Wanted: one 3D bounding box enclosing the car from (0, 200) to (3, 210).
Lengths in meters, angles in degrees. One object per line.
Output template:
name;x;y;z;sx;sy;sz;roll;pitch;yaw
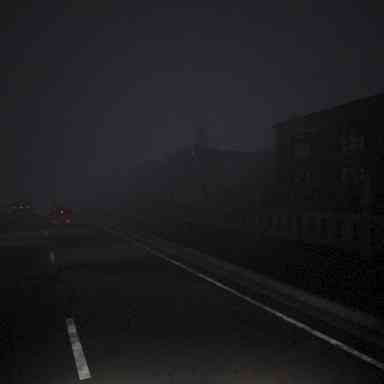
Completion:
car;-24.908;1.477;41.707;1.882;1.535;5.008;0;0;-25

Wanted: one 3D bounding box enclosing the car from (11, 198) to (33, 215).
car;-17.462;1.547;34.245;2.033;1.411;5.357;0;0;-25

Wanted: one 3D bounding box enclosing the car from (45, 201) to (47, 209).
car;-17.688;1.564;42.787;1.994;1.385;4.181;0;0;-26

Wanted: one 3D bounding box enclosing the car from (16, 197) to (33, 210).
car;-21.955;1.505;43.662;1.837;1.490;4.892;0;0;-25

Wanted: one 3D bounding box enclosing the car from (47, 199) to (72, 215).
car;-13.282;1.601;33.567;1.895;1.301;4.718;0;0;-25
